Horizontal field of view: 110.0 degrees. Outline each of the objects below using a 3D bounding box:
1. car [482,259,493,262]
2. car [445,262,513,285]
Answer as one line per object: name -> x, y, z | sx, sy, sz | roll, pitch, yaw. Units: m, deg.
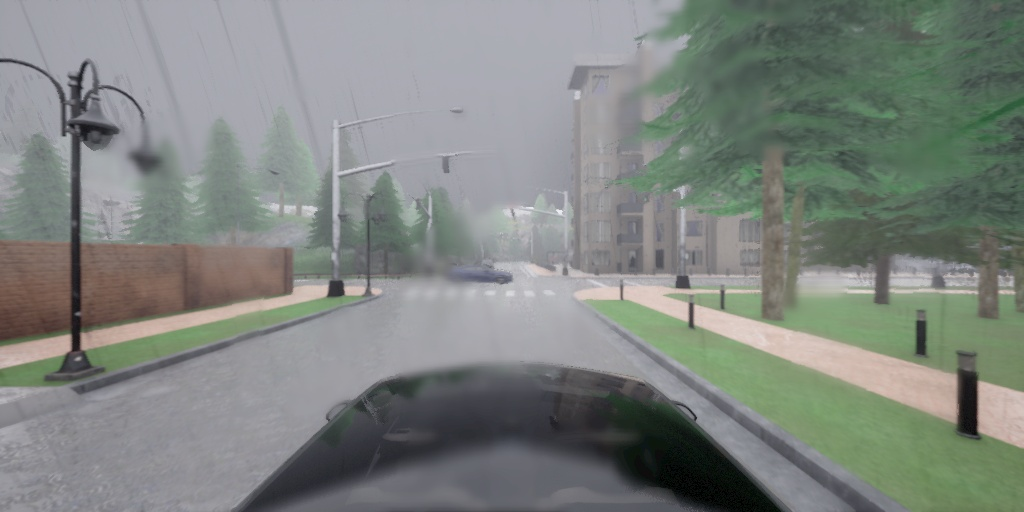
car -> -3.664, 1.242, 53.055 | 1.837, 1.490, 4.892 | 0, 0, 1
car -> -2.275, 1.319, 25.128 | 4.674, 1.442, 1.812 | 0, 0, 1
